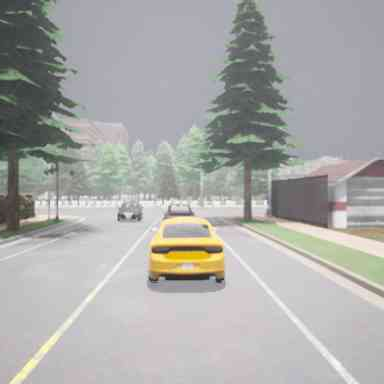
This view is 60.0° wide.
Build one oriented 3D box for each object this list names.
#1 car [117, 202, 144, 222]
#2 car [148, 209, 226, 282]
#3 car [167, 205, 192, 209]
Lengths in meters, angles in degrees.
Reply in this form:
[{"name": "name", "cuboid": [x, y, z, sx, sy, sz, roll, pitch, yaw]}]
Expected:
[{"name": "car", "cuboid": [-4.982, 1.566, 27.160, 2.128, 1.511, 4.902, 0, 0, -6]}, {"name": "car", "cuboid": [-0.194, 1.490, 9.835, 1.882, 1.535, 5.008, 0, 0, -2]}, {"name": "car", "cuboid": [-0.772, 1.517, 19.753, 2.128, 1.511, 4.902, 0, 0, -4]}]
